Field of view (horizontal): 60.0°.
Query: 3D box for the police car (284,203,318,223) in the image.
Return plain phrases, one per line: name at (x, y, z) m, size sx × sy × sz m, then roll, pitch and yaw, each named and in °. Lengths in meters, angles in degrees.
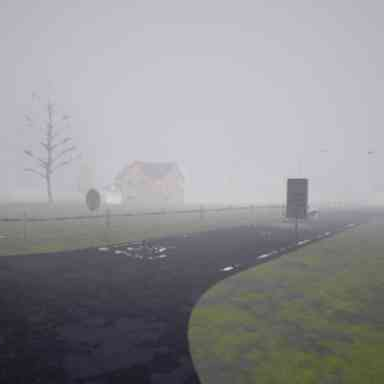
police car at (9.652, 1.732, 29.392) m, size 1.930 × 1.638 × 5.238 m, roll 2°, pitch 0°, yaw 35°
